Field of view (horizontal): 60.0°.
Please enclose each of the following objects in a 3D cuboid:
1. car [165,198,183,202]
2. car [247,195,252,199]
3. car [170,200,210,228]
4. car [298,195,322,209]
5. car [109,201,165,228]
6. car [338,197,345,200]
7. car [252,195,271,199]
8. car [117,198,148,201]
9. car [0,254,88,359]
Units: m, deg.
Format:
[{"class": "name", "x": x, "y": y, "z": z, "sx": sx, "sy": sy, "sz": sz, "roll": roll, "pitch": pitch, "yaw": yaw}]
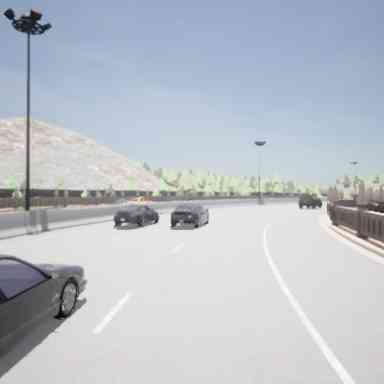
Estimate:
[{"class": "car", "x": -2.494, "y": 1.585, "z": 45.504, "sx": 1.837, "sy": 1.490, "sz": 4.892, "roll": 0, "pitch": -1, "yaw": 28}, {"class": "car", "x": 14.956, "y": 1.377, "z": 79.884, "sx": 1.812, "sy": 1.442, "sz": 4.674, "roll": 0, "pitch": 0, "yaw": 43}, {"class": "car", "x": -0.049, "y": 1.551, "z": 22.820, "sx": 1.837, "sy": 1.490, "sz": 4.892, "roll": 0, "pitch": 0, "yaw": 15}, {"class": "car", "x": 17.444, "y": 1.411, "z": 49.042, "sx": 2.150, "sy": 2.045, "sz": 5.566, "roll": 0, "pitch": 0, "yaw": 36}, {"class": "car", "x": -3.691, "y": 1.553, "z": 22.720, "sx": 1.812, "sy": 1.442, "sz": 4.674, "roll": 0, "pitch": 0, "yaw": 15}, {"class": "car", "x": 28.220, "y": 1.782, "z": 63.360, "sx": 2.128, "sy": 1.511, "sz": 4.902, "roll": 0, "pitch": 0, "yaw": 43}, {"class": "car", "x": 16.542, "y": 1.457, "z": 76.461, "sx": 1.812, "sy": 1.442, "sz": 4.674, "roll": 0, "pitch": 0, "yaw": 43}, {"class": "car", "x": -7.275, "y": 1.529, "z": 43.814, "sx": 1.882, "sy": 1.535, "sz": 5.008, "roll": 0, "pitch": 0, "yaw": 26}, {"class": "car", "x": -3.191, "y": 1.540, "z": 4.368, "sx": 2.033, "sy": 1.411, "sz": 5.357, "roll": 0, "pitch": 0, "yaw": 4}]
